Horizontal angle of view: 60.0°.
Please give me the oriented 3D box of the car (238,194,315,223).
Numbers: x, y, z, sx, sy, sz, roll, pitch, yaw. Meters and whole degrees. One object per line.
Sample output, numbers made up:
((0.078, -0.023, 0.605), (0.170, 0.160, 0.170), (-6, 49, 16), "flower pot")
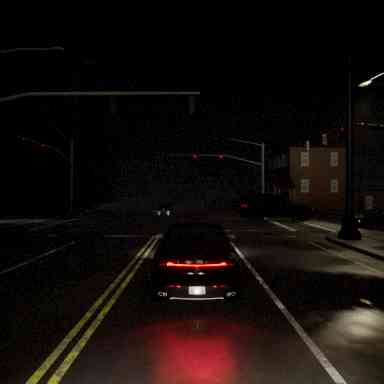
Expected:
((6.310, 1.201, 25.208), (5.566, 2.045, 2.150), (0, 0, 1), "car")

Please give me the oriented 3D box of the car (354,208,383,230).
((16.625, 2.400, 28.834), (5.566, 2.045, 2.150), (9, 0, 0), "car")

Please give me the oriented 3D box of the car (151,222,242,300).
((0.086, 1.505, 8.346), (1.837, 1.490, 4.892), (0, 0, 0), "car")

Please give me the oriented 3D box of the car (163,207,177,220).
((-3.686, 3.723, 56.261), (2.033, 1.411, 5.357), (0, -12, 0), "car")

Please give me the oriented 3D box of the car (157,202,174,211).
((-3.672, 2.056, 45.643), (2.033, 1.411, 5.357), (0, -4, 0), "car")
